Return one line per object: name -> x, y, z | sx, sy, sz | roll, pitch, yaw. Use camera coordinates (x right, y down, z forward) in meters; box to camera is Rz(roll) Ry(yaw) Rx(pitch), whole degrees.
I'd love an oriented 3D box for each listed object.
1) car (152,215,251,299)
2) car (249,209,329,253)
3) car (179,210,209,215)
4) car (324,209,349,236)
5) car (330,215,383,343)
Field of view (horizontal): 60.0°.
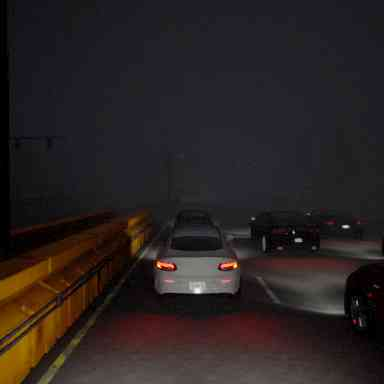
car -> 0.093, 1.526, 8.304 | 1.812, 1.442, 4.674 | 0, 0, 0
car -> 3.589, 1.478, 13.700 | 1.882, 1.535, 5.008 | 0, 0, 0
car -> 0.086, 1.601, 17.426 | 1.895, 1.301, 4.718 | 0, 0, 0
car -> 7.085, 1.564, 17.315 | 1.994, 1.385, 4.181 | 0, 0, 0
car -> 3.594, 1.352, 3.739 | 2.097, 1.767, 4.553 | 0, 0, 0
